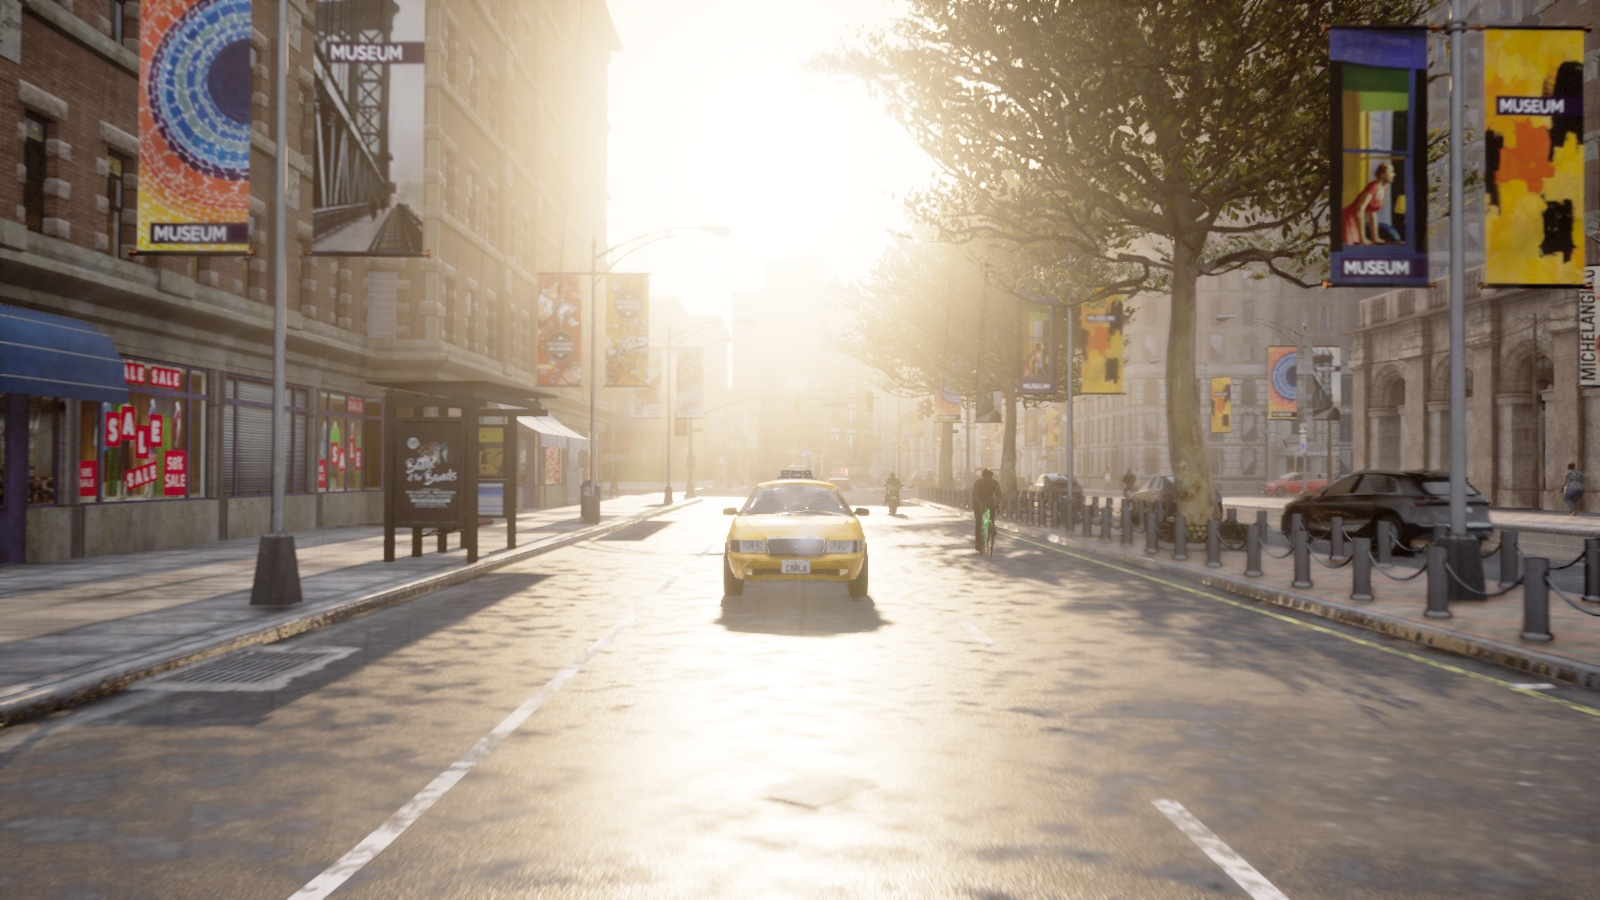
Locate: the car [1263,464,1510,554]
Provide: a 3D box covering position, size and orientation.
[{"bbox_3d":[11.872,1.130,25.872,2.033,1.649,4.856,0,-1,-13],"label":"car"}]

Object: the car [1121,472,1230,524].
[{"bbox_3d":[11.404,1.418,38.489,1.837,1.490,4.892,0,-1,0],"label":"car"}]

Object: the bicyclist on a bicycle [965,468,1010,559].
[{"bbox_3d":[3.444,1.142,23.174,0.582,1.620,1.656,0,-1,0],"label":"bicyclist on a bicycle"}]

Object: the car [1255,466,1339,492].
[{"bbox_3d":[32.637,1.910,82.521,4.611,1.667,2.242,0,-1,0],"label":"car"}]

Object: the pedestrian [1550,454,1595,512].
[{"bbox_3d":[24.950,1.051,40.579,0.874,1.855,0.900,0,-1,0],"label":"pedestrian"}]

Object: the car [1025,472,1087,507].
[{"bbox_3d":[11.289,1.705,55.619,1.837,1.490,4.892,0,-1,1],"label":"car"}]

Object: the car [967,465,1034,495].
[{"bbox_3d":[12.981,1.919,81.284,3.866,1.878,1.905,-1,-1,34],"label":"car"}]

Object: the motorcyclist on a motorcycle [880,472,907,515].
[{"bbox_3d":[3.386,1.547,45.637,0.797,1.523,2.044,0,-1,0],"label":"motorcyclist on a motorcycle"}]

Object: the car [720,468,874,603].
[{"bbox_3d":[-0.044,1.046,17.428,1.801,1.575,5.366,0,-1,0],"label":"car"}]
